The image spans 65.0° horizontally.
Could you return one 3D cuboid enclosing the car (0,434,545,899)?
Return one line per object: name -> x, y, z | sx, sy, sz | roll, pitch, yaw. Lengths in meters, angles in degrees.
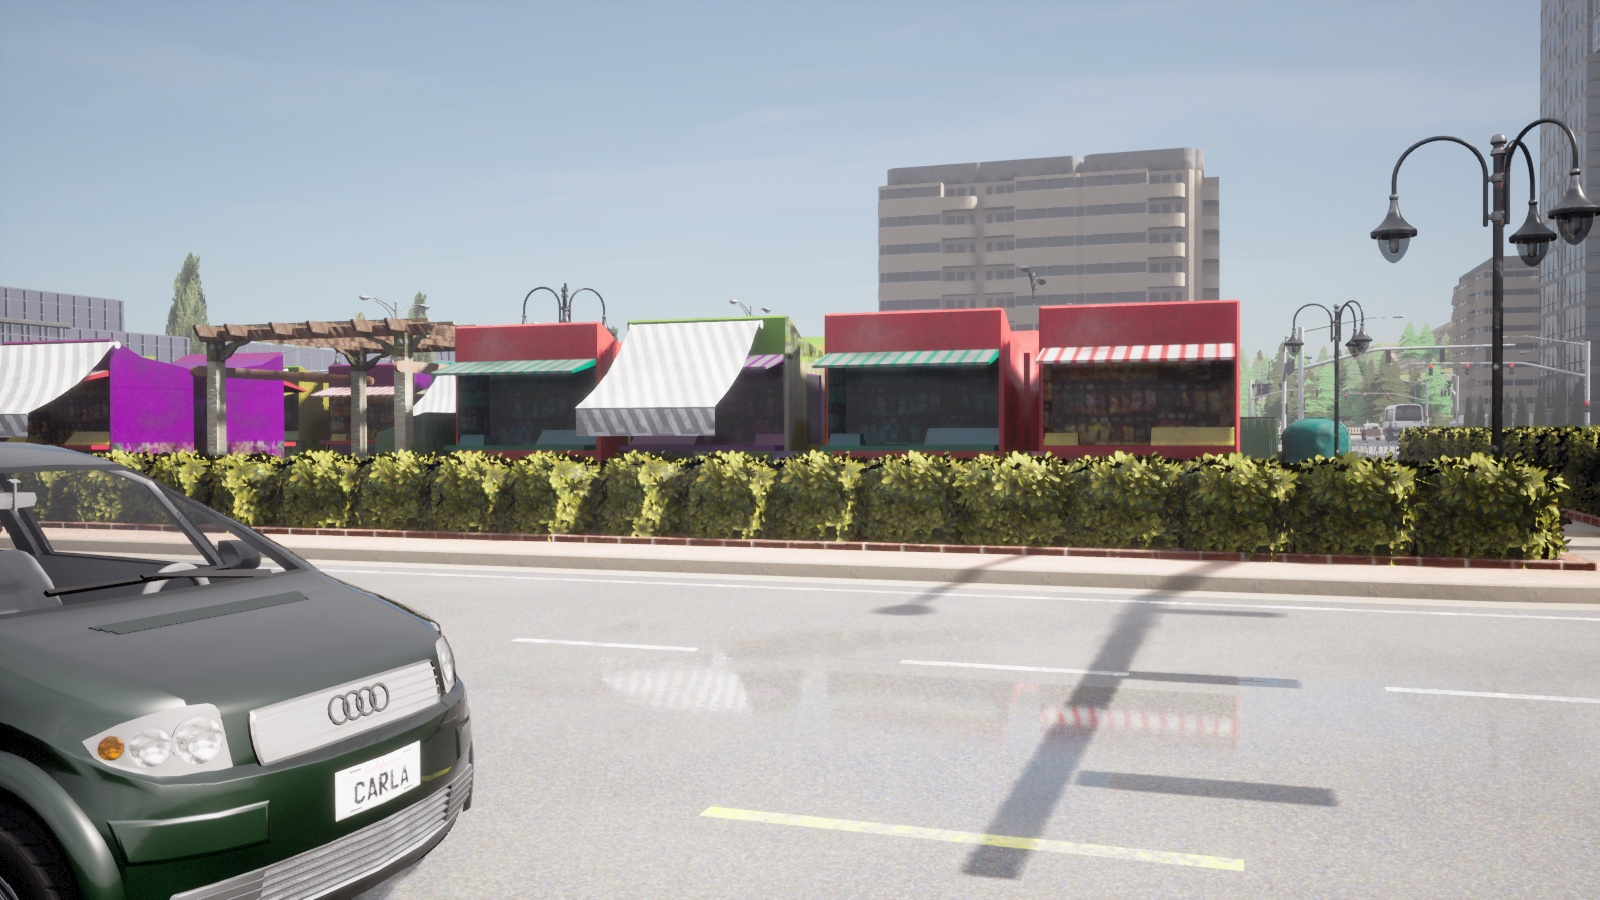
car -> -2.942, 0.727, 4.181 | 3.705, 1.549, 1.789 | 0, 1, 19
